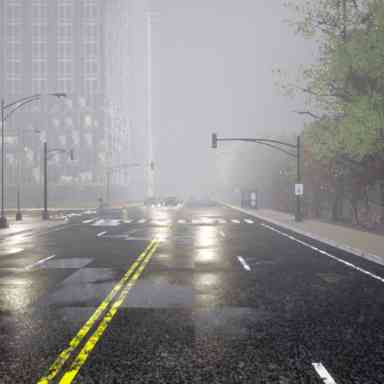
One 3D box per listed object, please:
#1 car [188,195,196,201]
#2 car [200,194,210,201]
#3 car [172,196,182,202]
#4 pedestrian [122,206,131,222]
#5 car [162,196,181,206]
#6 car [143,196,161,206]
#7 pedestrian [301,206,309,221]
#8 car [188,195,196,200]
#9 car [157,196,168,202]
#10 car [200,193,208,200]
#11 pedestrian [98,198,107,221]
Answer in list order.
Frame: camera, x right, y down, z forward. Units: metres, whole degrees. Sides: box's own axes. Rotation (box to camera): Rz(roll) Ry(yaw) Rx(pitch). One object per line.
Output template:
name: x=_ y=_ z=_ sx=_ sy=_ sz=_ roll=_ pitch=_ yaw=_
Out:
car: x=0.046 y=1.520 z=82.809 sx=1.994 sy=1.385 sz=4.181 roll=0 pitch=0 yaw=0
car: x=3.296 y=1.322 z=82.777 sx=2.097 sy=1.767 sz=4.553 roll=0 pitch=0 yaw=0
car: x=-3.211 y=1.526 z=73.046 sx=1.994 sy=1.385 sz=4.181 roll=0 pitch=0 yaw=0
pedestrian: x=-4.849 y=1.566 z=24.277 sx=0.375 sy=1.300 sz=0.375 roll=0 pitch=0 yaw=0
car: x=-3.311 y=1.458 z=53.797 sx=1.882 sy=1.535 sz=5.008 roll=0 pitch=0 yaw=0
car: x=-6.557 y=1.507 z=53.505 sx=1.812 sy=1.442 sz=4.674 roll=0 pitch=0 yaw=1
pedestrian: x=8.046 y=1.514 z=23.669 sx=0.500 sy=1.100 sz=0.500 roll=0 pitch=0 yaw=0
car: x=0.051 y=1.487 z=92.840 sx=2.033 sy=1.411 sz=5.357 roll=0 pitch=0 yaw=0
car: x=-6.460 y=1.568 z=72.844 sx=1.895 sy=1.301 sz=4.718 roll=0 pitch=0 yaw=0
car: x=3.301 y=1.302 z=92.808 sx=2.097 sy=1.767 sz=4.553 roll=0 pitch=0 yaw=0
pedestrian: x=-6.719 y=1.288 z=24.876 sx=0.375 sy=1.860 sz=0.375 roll=0 pitch=0 yaw=0
